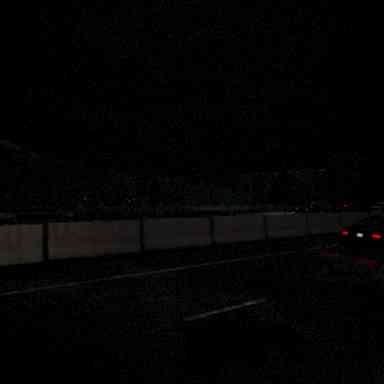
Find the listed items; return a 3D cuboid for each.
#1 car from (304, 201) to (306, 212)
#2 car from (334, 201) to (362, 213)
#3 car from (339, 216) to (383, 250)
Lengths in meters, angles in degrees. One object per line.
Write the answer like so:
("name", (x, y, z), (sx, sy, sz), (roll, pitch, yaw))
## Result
("car", (15.843, 2.009, 45.380), (4.902, 1.511, 2.128), (1, -1, -35))
("car", (21.258, 1.835, 44.935), (5.566, 2.045, 2.150), (2, -1, -35))
("car", (8.386, 1.711, 14.029), (5.357, 1.411, 2.033), (1, 0, -36))
